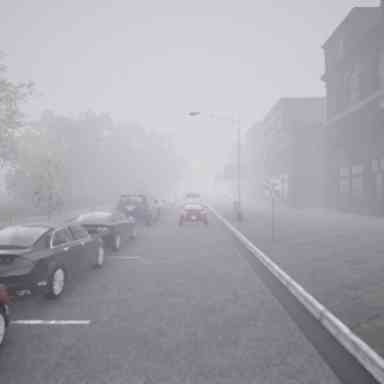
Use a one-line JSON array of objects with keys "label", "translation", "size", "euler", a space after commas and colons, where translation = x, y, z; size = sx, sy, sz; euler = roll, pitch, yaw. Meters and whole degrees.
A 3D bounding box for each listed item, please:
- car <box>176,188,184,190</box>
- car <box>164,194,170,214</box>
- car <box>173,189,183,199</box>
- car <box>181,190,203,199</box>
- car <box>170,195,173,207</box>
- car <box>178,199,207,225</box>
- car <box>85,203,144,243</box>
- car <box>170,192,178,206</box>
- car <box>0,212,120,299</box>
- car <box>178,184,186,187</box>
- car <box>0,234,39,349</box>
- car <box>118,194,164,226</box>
[{"label": "car", "translation": [-3.610, 0.481, 77.840], "size": [1.946, 1.575, 5.366], "euler": [1, 3, 2]}, {"label": "car", "translation": [-3.644, 1.240, 30.579], "size": [2.185, 1.767, 4.553], "euler": [0, 1, 2]}, {"label": "car", "translation": [-3.611, 0.803, 66.823], "size": [2.185, 1.767, 4.553], "euler": [2, 2, 2]}, {"label": "car", "translation": [0.109, 1.054, 39.767], "size": [2.150, 2.045, 5.566], "euler": [0, 1, 0]}, {"label": "car", "translation": [-3.653, 1.392, 36.185], "size": [2.163, 1.488, 4.792], "euler": [-1, 1, 2]}, {"label": "car", "translation": [0.098, 1.439, 23.222], "size": [1.812, 1.442, 4.674], "euler": [0, 0, 0]}, {"label": "car", "translation": [-3.647, 1.451, 13.973], "size": [2.097, 1.535, 5.008], "euler": [0, 0, 2]}, {"label": "car", "translation": [-3.632, 1.263, 47.432], "size": [1.946, 1.575, 5.366], "euler": [0, 1, 2]}, {"label": "car", "translation": [-3.649, 1.489, 8.432], "size": [2.231, 1.521, 4.892], "euler": [0, 0, 2]}, {"label": "car", "translation": [-3.630, -0.618, 94.681], "size": [2.185, 1.767, 4.553], "euler": [0, 4, 2]}, {"label": "car", "translation": [-3.650, 1.505, 2.876], "size": [2.097, 1.535, 5.008], "euler": [0, 1, 2]}, {"label": "car", "translation": [-3.644, 1.144, 22.925], "size": [2.435, 2.045, 5.566], "euler": [0, 0, 2]}]
